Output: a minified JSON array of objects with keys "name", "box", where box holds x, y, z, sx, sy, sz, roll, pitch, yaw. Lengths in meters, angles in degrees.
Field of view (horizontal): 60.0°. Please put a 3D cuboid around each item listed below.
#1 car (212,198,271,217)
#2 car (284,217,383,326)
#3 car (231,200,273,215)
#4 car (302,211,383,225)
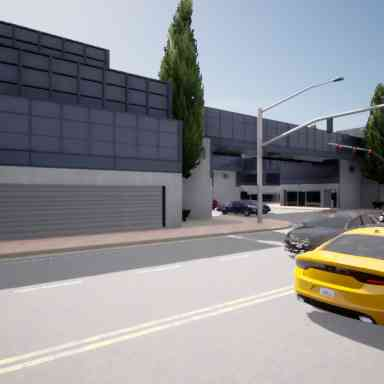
[{"name":"car","box":[4.640,1.547,32.067,2.033,1.411,5.357,0,0,-37]},{"name":"car","box":[4.206,1.478,6.843,5.008,1.535,1.882,0,0,-36]},{"name":"car","box":[6.365,1.564,35.601,1.994,1.385,4.181,0,0,-37]},{"name":"car","box":[5.441,1.505,12.298,4.892,1.490,1.837,0,0,-37]}]
